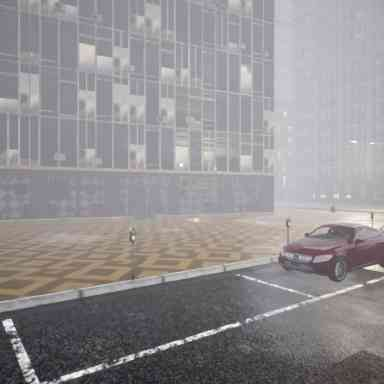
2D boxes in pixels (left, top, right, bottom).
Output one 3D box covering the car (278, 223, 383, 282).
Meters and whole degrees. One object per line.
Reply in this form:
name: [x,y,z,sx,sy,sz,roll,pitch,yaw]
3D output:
car: [4.325,1.579,9.657,4.206,1.307,1.802,0,0,-36]
